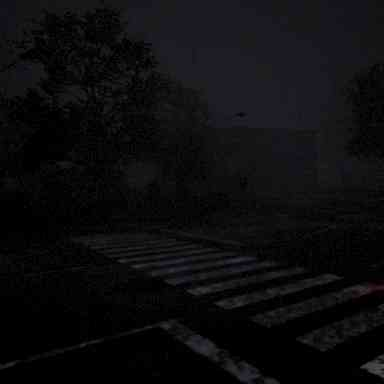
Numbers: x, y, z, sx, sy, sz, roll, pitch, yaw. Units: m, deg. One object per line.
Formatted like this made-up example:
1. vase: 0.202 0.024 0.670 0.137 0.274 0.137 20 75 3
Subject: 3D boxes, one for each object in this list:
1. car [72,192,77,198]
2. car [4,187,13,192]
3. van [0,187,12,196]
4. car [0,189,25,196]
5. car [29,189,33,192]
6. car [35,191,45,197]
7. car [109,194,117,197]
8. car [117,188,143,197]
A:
1. car: -21.362 0.069 62.130 2.435 2.045 5.566 -2 2 17
2. car: -40.095 0.159 76.755 2.097 1.535 5.008 0 3 19
3. van: -47.043 -0.177 82.265 1.878 1.987 4.442 0 3 19
4. car: -42.419 0.121 78.617 2.097 1.535 5.008 0 2 19
5. car: -30.800 0.306 69.355 2.231 1.521 4.892 -1 2 18
6. car: -28.455 0.074 67.495 2.435 2.045 5.566 0 2 18
7. car: -11.829 -0.064 54.977 2.435 2.045 5.566 -1 2 16
8. car: -9.411 0.147 53.264 2.231 1.521 4.892 -1 2 16
